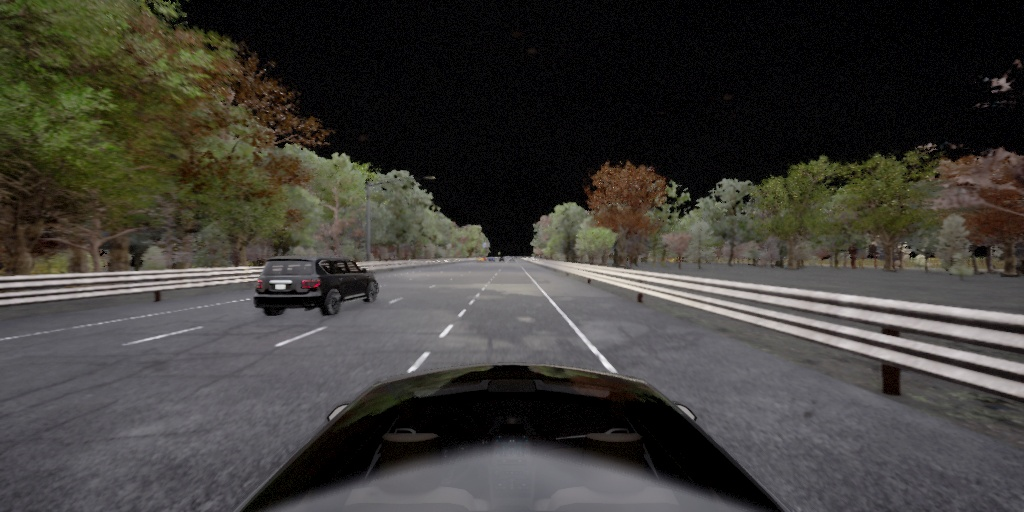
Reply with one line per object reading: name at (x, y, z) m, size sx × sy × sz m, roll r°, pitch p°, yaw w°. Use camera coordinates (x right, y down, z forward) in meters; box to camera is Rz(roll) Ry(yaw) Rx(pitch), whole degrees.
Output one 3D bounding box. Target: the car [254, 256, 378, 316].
car at (-6.994, 1.033, 13.514) m, size 2.150 × 2.045 × 5.566 m, roll 0°, pitch 0°, yaw 0°
